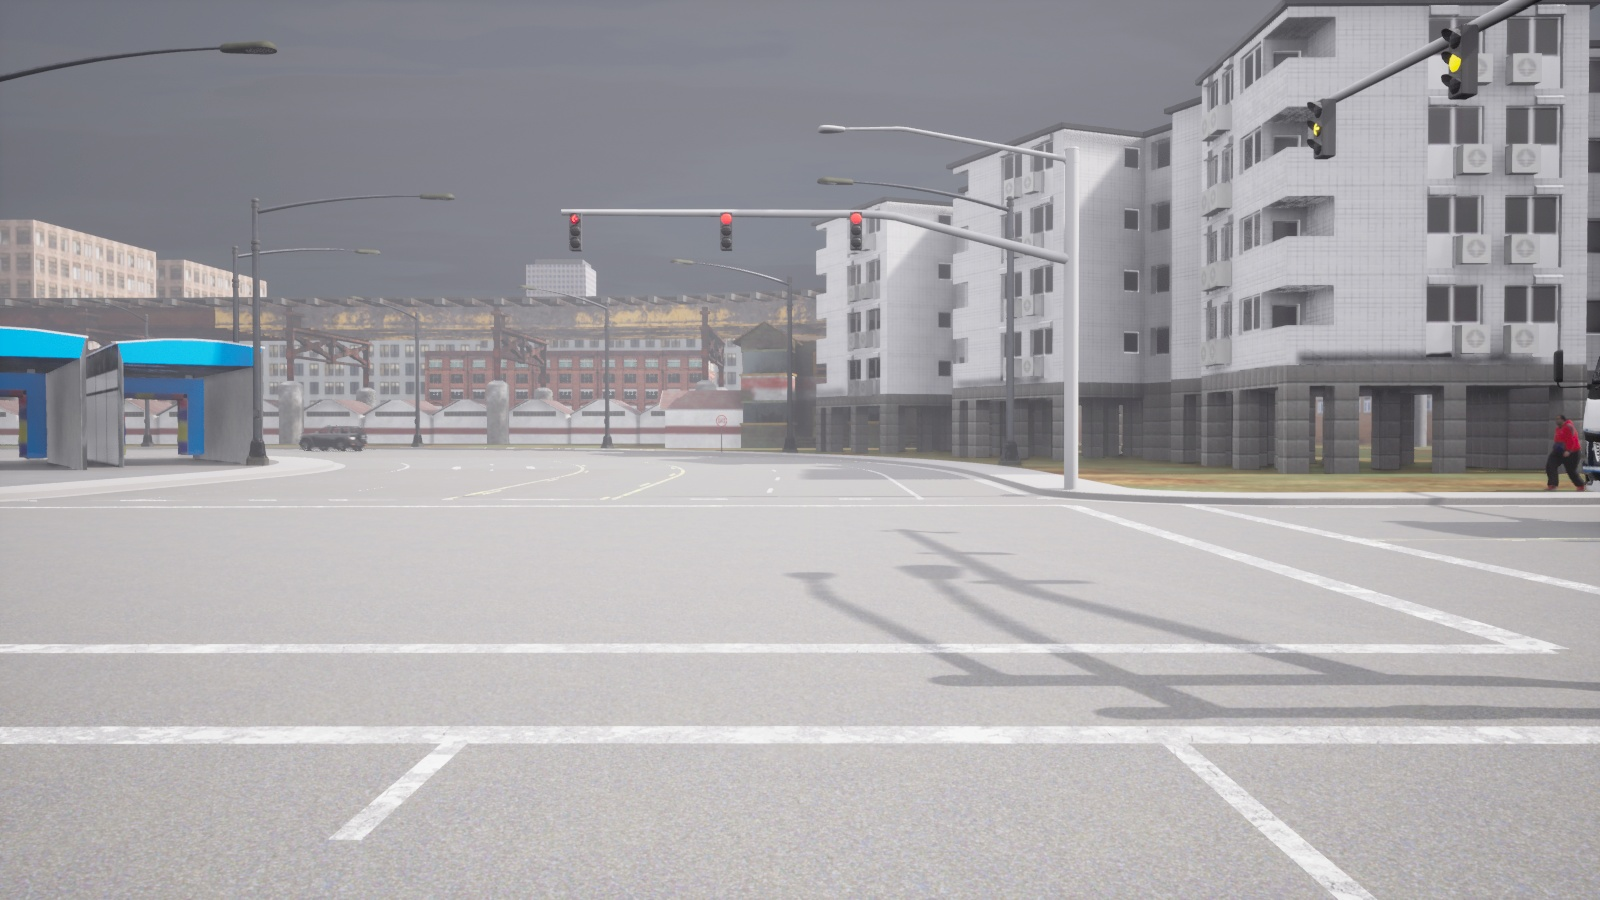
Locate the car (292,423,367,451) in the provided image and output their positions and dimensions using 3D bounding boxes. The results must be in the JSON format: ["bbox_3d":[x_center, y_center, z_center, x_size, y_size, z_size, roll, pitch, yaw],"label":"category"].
[{"bbox_3d":[-32.203,-0.865,85.941,4.605,1.855,1.932,0,0,19],"label":"car"}]

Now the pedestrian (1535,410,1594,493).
[{"bbox_3d":[17.085,0.030,28.074,0.899,1.844,0.634,0,1,1],"label":"pedestrian"}]

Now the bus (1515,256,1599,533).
[{"bbox_3d":[17.421,-0.860,19.572,10.273,4.253,3.944,0,1,-1],"label":"bus"}]
